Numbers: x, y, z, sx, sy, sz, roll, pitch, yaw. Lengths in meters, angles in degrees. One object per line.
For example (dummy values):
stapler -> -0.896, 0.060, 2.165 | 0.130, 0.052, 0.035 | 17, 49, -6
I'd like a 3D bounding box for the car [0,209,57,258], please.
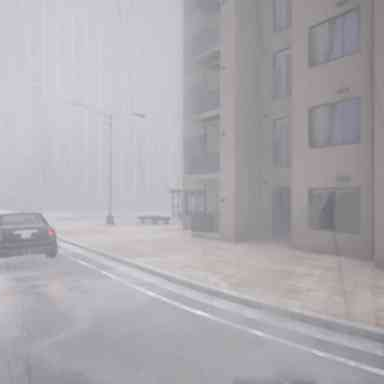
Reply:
car -> -6.670, 1.423, 12.317 | 2.097, 1.767, 4.553 | 1, -1, -39
